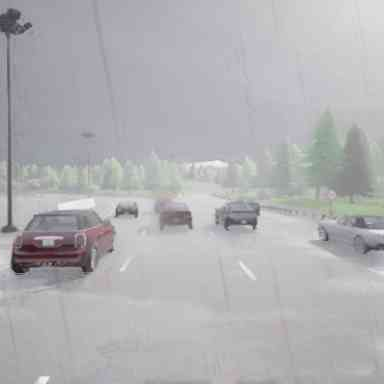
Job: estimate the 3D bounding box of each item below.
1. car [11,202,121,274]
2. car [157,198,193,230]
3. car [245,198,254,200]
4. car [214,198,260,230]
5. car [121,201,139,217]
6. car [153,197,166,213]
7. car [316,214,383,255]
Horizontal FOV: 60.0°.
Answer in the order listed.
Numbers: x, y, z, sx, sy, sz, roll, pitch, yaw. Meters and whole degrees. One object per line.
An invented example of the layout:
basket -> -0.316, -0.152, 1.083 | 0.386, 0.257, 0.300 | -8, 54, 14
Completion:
car -> -3.786, 1.309, 10.653 | 2.097, 1.767, 4.553 | 0, 0, -3
car -> -1.063, 1.368, 20.572 | 1.882, 1.535, 5.008 | 0, 0, -6
car -> 4.789, 1.299, 30.668 | 2.128, 1.511, 4.902 | 0, 0, -7
car -> 2.522, 1.369, 19.984 | 2.128, 1.511, 4.902 | 0, 0, -5
car -> -5.656, 1.463, 29.339 | 1.895, 1.301, 4.718 | 0, 0, -8
car -> -2.946, 1.327, 34.464 | 1.837, 1.490, 4.892 | 0, 1, -9
car -> 6.624, 1.499, 12.898 | 1.895, 1.301, 4.718 | 0, 0, -3
